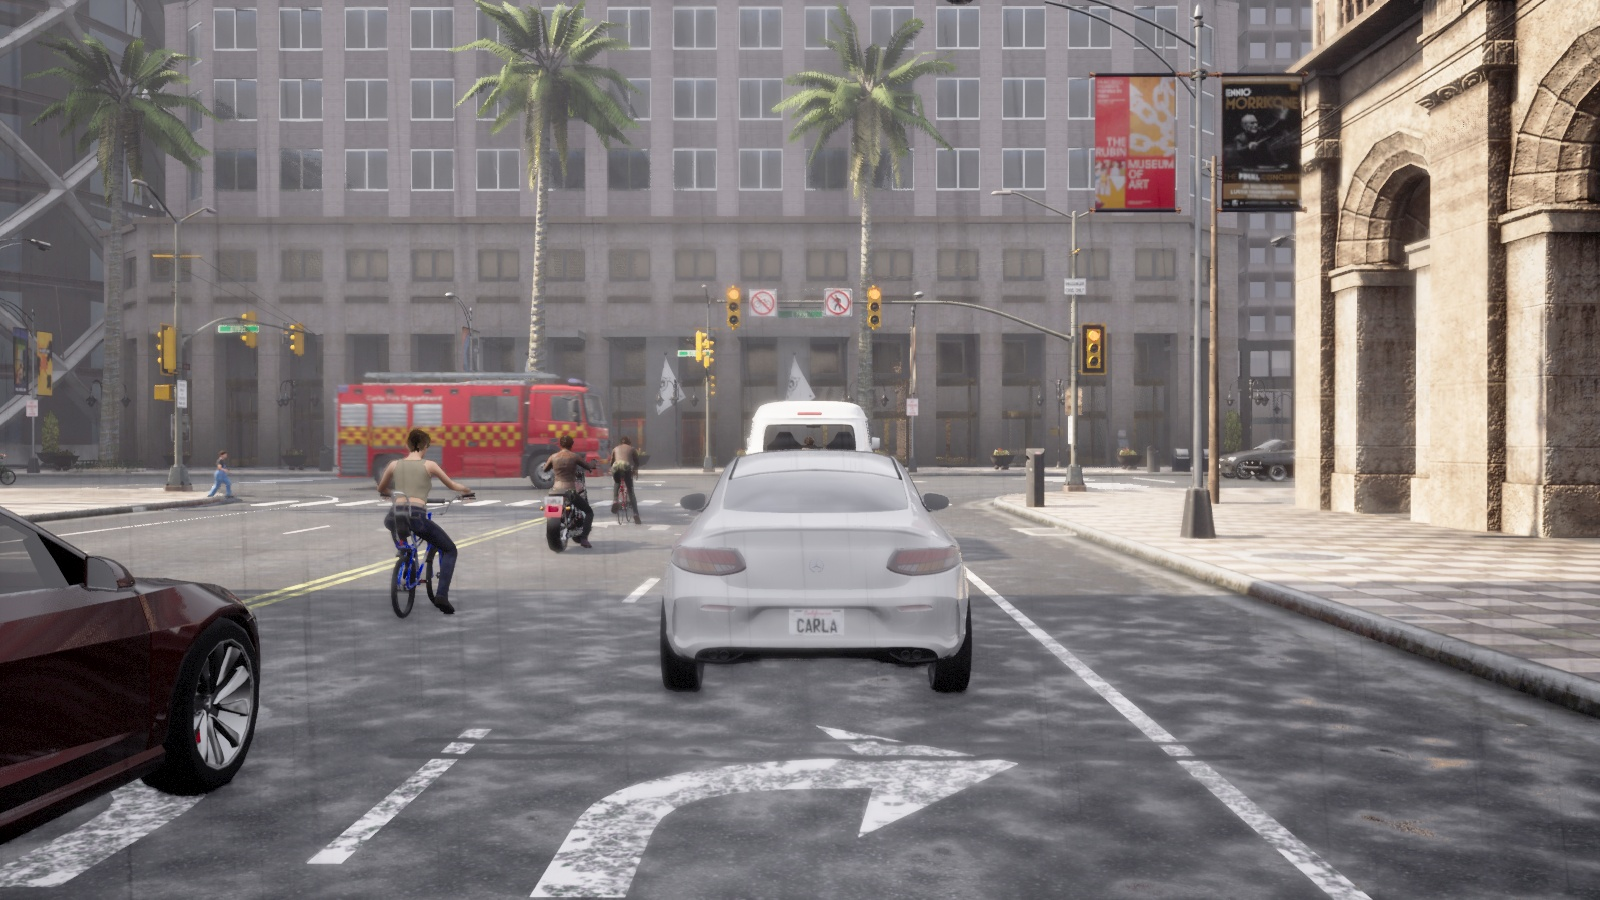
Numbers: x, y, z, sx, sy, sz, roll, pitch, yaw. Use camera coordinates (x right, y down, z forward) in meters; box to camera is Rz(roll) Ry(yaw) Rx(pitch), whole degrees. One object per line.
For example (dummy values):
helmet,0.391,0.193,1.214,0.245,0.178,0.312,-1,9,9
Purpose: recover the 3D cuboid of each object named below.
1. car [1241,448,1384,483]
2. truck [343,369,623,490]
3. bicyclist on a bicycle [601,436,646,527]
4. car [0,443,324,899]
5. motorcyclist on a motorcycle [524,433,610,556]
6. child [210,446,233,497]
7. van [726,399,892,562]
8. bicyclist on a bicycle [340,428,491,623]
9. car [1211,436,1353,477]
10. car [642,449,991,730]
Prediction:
car,19.545,0.591,48.045,4.718,1.301,1.895,0,0,1
truck,-10.304,-0.660,41.436,8.468,3.827,2.891,0,0,1
bicyclist on a bicycle,-3.256,0.565,23.313,0.582,1.620,1.656,0,0,1
car,-3.449,0.722,3.799,2.163,1.488,4.792,0,0,1
motorcyclist on a motorcycle,-3.299,0.593,17.981,0.766,1.649,2.350,0,0,1
child,-14.482,0.537,31.427,0.437,1.263,0.270,0,0,0
van,0.170,0.369,17.908,2.069,2.038,4.480,0,0,1
bicyclist on a bicycle,-3.366,0.617,11.144,0.866,1.612,1.509,0,0,0
car,19.711,0.250,51.521,5.027,1.651,2.152,0,0,1
car,0.104,0.722,8.867,1.812,1.442,4.674,0,0,0
